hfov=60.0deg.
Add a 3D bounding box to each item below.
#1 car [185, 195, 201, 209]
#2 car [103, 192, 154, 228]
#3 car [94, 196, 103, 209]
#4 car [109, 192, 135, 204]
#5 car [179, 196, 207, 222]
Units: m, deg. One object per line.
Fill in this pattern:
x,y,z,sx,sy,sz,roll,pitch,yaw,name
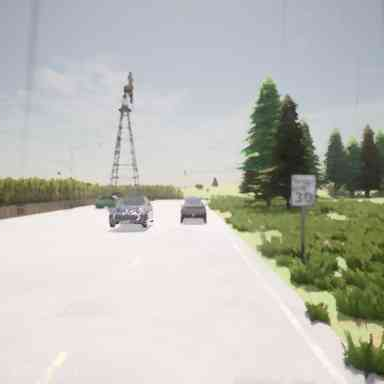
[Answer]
0.105,1.214,41.609,1.882,1.535,5.008,0,1,0,car
-3.498,1.035,19.842,2.097,1.767,4.553,0,0,0,car
-9.538,1.231,39.915,3.988,1.617,1.851,0,0,-1,car
-11.892,0.999,56.760,3.866,1.878,1.905,0,0,-31,car
0.104,1.336,24.578,2.128,1.511,4.902,0,0,0,car
